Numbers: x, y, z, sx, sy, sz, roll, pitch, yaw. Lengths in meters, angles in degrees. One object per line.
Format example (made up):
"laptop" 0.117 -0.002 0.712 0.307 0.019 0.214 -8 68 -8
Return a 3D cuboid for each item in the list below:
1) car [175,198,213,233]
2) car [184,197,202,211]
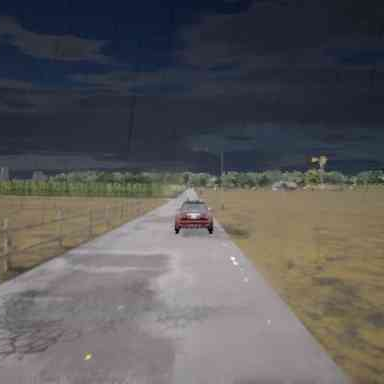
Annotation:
"car" 0.102 1.330 19.719 2.097 1.767 4.553 0 0 0
"car" 0.102 1.421 40.118 2.128 1.511 4.902 0 0 0
